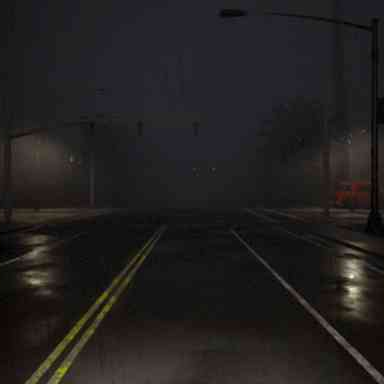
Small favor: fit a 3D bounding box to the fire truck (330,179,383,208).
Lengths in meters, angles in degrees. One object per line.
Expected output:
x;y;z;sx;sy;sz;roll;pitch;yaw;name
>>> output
22.702;0.202;43.218;8.468;3.827;2.891;0;0;1;fire truck
